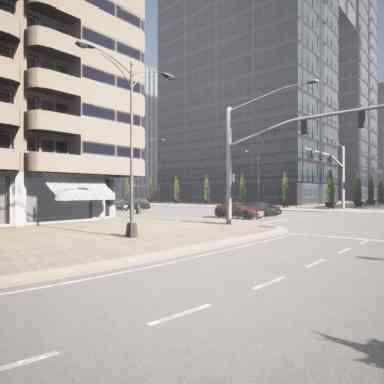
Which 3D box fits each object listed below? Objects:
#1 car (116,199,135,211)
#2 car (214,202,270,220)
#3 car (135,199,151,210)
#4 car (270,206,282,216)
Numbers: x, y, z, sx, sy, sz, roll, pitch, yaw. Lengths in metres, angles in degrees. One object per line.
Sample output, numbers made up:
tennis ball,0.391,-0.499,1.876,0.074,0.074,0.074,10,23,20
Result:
car,-9.597,1.547,40.320,4.902,1.511,2.128,0,0,41
car,3.967,1.581,28.500,4.674,1.442,1.812,0,0,44
car,-7.195,1.619,42.871,4.181,1.385,1.994,0,0,41
car,6.329,1.619,31.549,4.181,1.385,1.994,0,0,37
